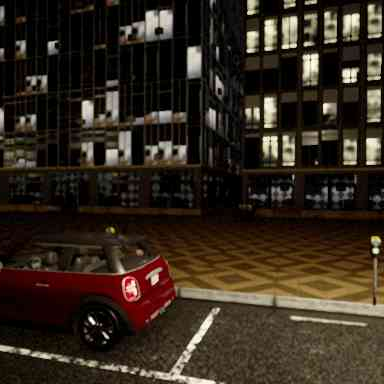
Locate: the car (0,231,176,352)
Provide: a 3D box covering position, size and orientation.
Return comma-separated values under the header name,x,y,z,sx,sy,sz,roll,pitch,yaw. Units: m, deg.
name,x,y,z,sx,sy,sz,roll,pitch,yaw
car,-2.456,1.437,5.936,4.097,1.590,1.967,0,0,17
